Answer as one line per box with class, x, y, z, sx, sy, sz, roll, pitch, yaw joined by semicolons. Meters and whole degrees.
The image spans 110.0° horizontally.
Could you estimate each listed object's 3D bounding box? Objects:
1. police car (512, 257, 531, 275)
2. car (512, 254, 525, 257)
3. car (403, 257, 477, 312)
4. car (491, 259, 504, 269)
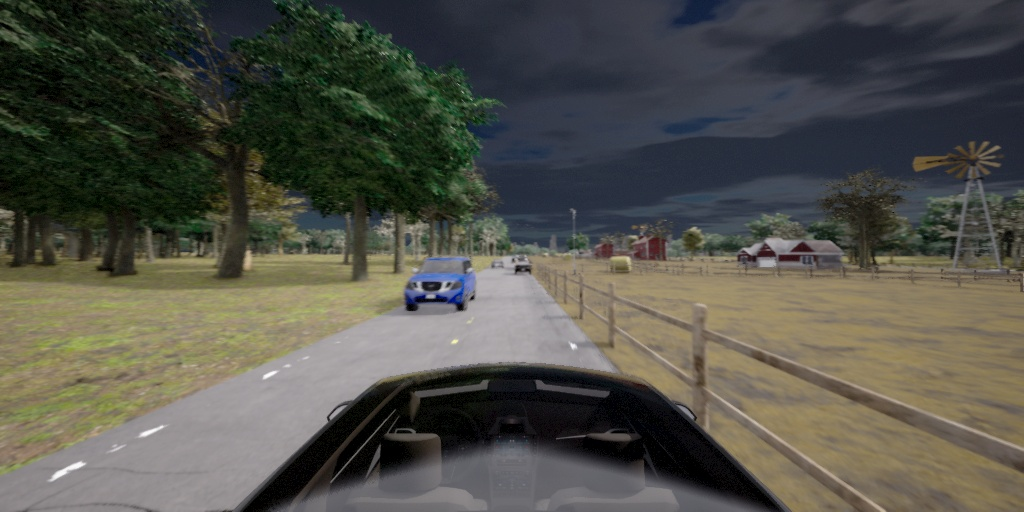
police car;1.236;1.260;41.703;1.930;1.638;5.238;0;0;1
car;1.425;0.885;57.623;2.150;2.045;5.566;0;1;1
car;-2.753;1.043;15.038;2.150;2.045;5.566;0;0;1
car;-2.220;1.188;55.464;2.128;1.511;4.902;0;1;1
